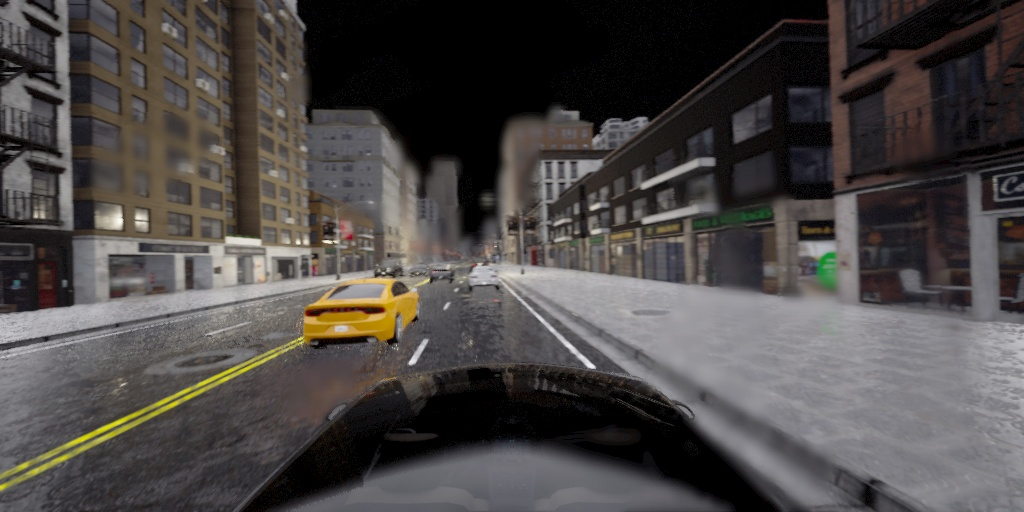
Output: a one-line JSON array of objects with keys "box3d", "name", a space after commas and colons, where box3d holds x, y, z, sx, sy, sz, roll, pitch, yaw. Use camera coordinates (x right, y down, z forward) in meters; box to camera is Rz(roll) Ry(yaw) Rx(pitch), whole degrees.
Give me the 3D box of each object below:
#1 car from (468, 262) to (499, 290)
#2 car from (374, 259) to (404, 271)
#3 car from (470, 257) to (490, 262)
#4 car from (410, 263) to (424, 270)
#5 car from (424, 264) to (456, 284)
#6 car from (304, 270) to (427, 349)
[{"box3d": [-1.843, 1.361, 23.306, 1.812, 1.442, 4.674, -2, 0, -5], "name": "car"}, {"box3d": [-13.415, 1.422, 39.358, 2.150, 2.045, 5.566, -2, 0, -6], "name": "car"}, {"box3d": [-3.723, 1.139, 42.176, 2.150, 2.045, 5.566, -2, 0, -6], "name": "car"}, {"box3d": [-10.238, 1.612, 40.364, 1.837, 1.490, 4.892, -2, 0, -5], "name": "car"}, {"box3d": [-5.776, 1.453, 30.185, 2.128, 1.511, 4.902, -2, 0, -6], "name": "car"}, {"box3d": [-3.757, 1.350, 9.827, 1.882, 1.535, 5.008, -2, 0, -6], "name": "car"}]
